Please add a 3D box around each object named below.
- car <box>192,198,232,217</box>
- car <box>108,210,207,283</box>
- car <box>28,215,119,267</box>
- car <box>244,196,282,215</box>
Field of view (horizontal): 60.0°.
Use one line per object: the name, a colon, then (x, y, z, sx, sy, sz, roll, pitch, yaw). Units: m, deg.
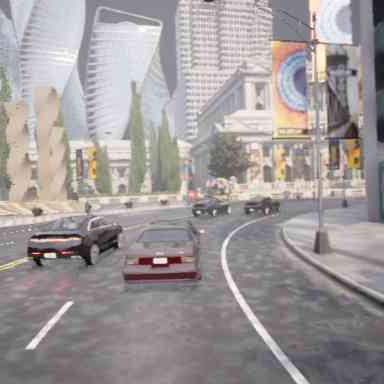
car: (1.771, 1.296, 28.377, 1.837, 1.490, 4.892, -3, 0, 31)
car: (-0.629, 1.520, 9.708, 2.033, 1.411, 5.357, -2, 0, 1)
car: (-3.844, 1.570, 11.828, 2.128, 1.511, 4.902, -2, 0, 4)
car: (6.191, 1.134, 28.712, 1.837, 1.490, 4.892, -3, 0, 35)
